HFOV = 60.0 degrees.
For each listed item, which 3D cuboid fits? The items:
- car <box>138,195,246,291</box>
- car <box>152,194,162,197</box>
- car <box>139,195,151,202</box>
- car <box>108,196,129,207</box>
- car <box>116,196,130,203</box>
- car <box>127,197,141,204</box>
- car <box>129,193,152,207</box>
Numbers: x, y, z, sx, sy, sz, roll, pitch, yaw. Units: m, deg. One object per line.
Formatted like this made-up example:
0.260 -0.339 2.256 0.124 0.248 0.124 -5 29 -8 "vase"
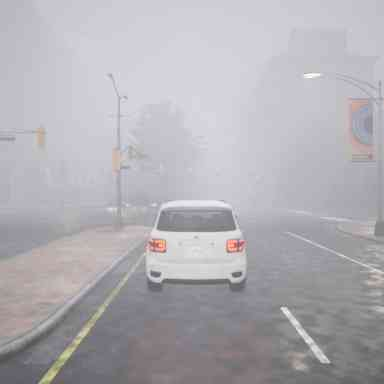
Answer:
0.108 1.221 9.121 2.150 2.045 5.566 0 0 1 "car"
-7.763 1.491 65.742 2.128 1.511 4.902 0 0 1 "car"
-11.173 1.525 79.962 2.128 1.511 4.902 0 0 0 "car"
-11.388 1.492 50.755 2.128 1.511 4.902 0 0 0 "car"
-14.464 1.595 69.844 1.895 1.301 4.718 0 0 0 "car"
-11.264 1.601 64.675 1.895 1.301 4.718 0 0 1 "car"
-7.826 1.223 51.102 2.150 2.045 5.566 0 0 -1 "car"
